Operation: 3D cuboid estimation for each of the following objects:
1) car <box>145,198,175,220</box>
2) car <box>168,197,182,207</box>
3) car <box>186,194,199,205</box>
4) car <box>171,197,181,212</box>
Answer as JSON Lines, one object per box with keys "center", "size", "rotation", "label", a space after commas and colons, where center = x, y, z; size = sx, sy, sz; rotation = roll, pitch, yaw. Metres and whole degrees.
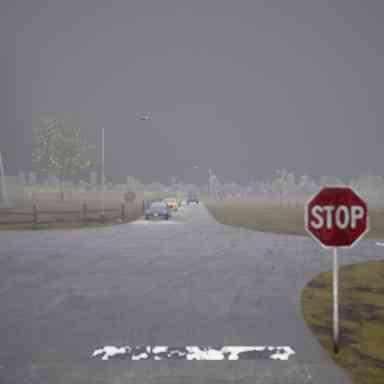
{"center": [-2.827, 1.561, 28.883], "size": [1.812, 1.442, 4.674], "rotation": [0, 0, 2], "label": "car"}
{"center": [-2.710, 1.568, 54.153], "size": [2.128, 1.511, 4.902], "rotation": [0, 0, 0], "label": "car"}
{"center": [0.138, 1.314, 60.923], "size": [2.150, 2.045, 5.566], "rotation": [0, 0, 0], "label": "car"}
{"center": [-2.750, 1.528, 40.463], "size": [1.882, 1.535, 5.008], "rotation": [0, 0, 0], "label": "car"}
